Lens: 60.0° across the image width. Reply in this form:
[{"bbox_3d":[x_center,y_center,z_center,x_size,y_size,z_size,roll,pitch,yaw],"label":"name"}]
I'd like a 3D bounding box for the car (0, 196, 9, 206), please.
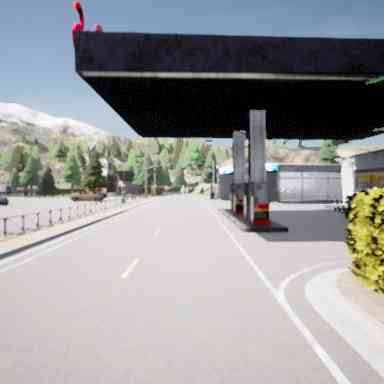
[{"bbox_3d":[-23.962,0.943,39.949,3.633,1.501,1.845,-1,1,0],"label":"car"}]

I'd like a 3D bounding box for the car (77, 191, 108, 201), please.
[{"bbox_3d":[-16.394,0.624,54.955,4.514,1.523,2.007,-1,1,0],"label":"car"}]

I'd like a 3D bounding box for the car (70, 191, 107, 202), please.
[{"bbox_3d":[-16.331,0.667,51.819,5.027,1.636,2.152,-1,1,0],"label":"car"}]
